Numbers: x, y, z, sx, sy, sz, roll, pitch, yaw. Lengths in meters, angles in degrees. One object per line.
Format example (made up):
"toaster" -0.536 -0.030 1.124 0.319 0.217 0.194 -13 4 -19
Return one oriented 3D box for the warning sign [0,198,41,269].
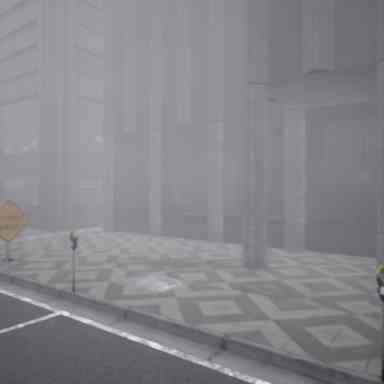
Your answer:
"warning sign" -5.257 1.122 9.554 1.060 1.860 1.300 0 0 36
